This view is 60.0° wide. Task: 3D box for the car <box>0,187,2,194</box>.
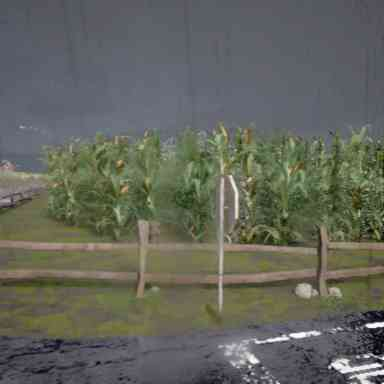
[{"bbox_3d":[-22.271,-0.275,36.291,1.895,1.301,4.718,0,3,-18],"label":"car"}]
